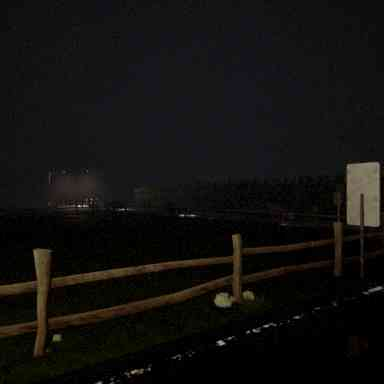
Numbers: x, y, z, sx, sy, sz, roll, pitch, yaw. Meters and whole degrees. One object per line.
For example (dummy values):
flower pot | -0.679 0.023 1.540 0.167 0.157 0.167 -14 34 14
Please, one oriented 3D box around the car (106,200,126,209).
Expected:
car | -12.311 1.963 53.753 2.033 1.411 5.357 0 0 -35

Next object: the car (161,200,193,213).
car | -1.789 1.762 38.801 1.837 1.490 4.892 0 0 -37

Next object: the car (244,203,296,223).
car | 6.318 1.668 27.424 1.812 1.442 4.674 0 0 -35
